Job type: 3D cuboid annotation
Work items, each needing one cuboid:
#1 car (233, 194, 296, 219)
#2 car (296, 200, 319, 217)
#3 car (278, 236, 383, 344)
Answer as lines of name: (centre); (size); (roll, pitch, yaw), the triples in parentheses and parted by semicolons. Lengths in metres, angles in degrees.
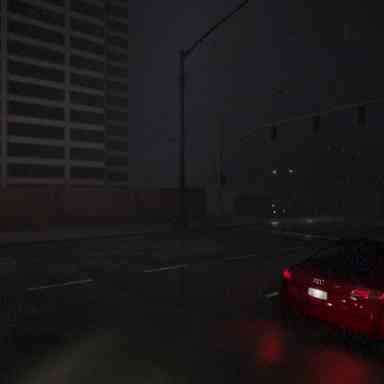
car: (6.096, 1.222, 29.860); (2.150, 2.045, 5.566); (0, 0, -35)
car: (9.509, 1.504, 31.223); (1.837, 1.490, 4.892); (0, 0, -36)
car: (3.614, 1.564, 6.376); (4.181, 1.385, 1.994); (0, 0, -35)
